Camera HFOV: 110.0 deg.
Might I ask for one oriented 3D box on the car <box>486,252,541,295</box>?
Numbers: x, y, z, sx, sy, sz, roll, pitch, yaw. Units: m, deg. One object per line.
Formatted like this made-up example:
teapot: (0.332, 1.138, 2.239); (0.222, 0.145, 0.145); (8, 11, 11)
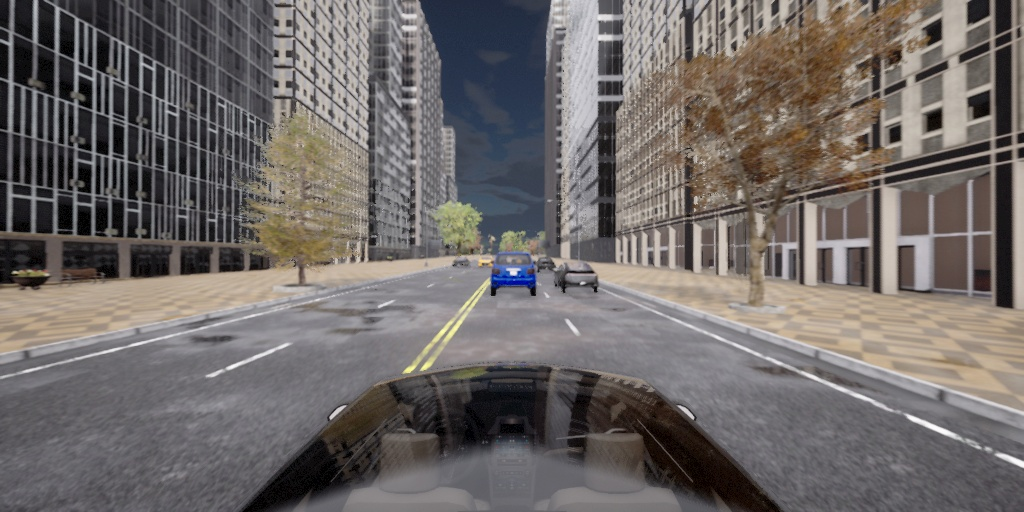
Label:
car: (0.078, 0.794, 18.310); (2.150, 2.045, 5.566); (0, 1, 0)

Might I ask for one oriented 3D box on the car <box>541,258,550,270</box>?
car: (3.347, 0.884, 36.923); (1.837, 1.490, 4.892); (0, 1, 0)

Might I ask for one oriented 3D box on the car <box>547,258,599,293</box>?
car: (3.331, 1.060, 19.270); (2.128, 1.511, 4.902); (0, 1, 0)

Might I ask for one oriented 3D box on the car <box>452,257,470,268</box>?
car: (-6.557, 0.794, 46.818); (2.033, 1.411, 5.357); (0, 1, 0)

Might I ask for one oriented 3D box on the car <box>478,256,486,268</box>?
car: (-3.307, 0.732, 46.777); (1.882, 1.535, 5.008); (0, 1, 0)
